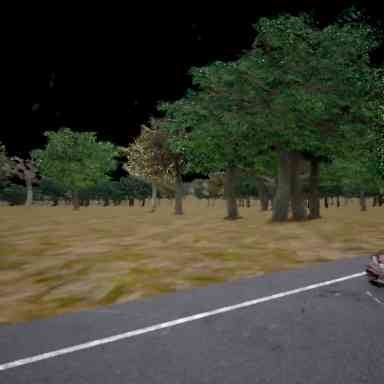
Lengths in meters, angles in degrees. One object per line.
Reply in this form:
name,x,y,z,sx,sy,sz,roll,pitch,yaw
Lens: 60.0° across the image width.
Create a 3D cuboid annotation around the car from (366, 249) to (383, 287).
car,6.317,1.615,8.411,4.674,1.442,1.812,1,-1,-35
